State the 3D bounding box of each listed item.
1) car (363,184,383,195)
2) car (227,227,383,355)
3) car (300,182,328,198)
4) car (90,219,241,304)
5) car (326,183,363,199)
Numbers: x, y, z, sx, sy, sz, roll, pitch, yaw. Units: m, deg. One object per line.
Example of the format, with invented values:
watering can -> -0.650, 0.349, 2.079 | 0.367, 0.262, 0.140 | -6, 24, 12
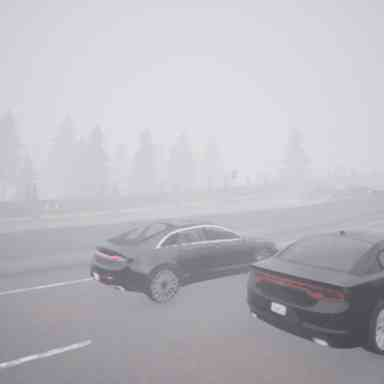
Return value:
car -> 17.409, -0.118, 29.241 | 4.718, 1.301, 1.895 | -5, 3, -35
car -> 3.220, 1.380, 6.051 | 5.008, 1.535, 1.882 | -2, 1, -35
car -> 13.323, -0.228, 34.921 | 4.902, 1.511, 2.128 | -5, 3, -35
car -> 0.055, 1.426, 8.090 | 4.902, 1.511, 2.128 | -2, 1, -36
car -> 15.387, -0.120, 32.097 | 4.718, 1.301, 1.895 | -5, 3, -35
